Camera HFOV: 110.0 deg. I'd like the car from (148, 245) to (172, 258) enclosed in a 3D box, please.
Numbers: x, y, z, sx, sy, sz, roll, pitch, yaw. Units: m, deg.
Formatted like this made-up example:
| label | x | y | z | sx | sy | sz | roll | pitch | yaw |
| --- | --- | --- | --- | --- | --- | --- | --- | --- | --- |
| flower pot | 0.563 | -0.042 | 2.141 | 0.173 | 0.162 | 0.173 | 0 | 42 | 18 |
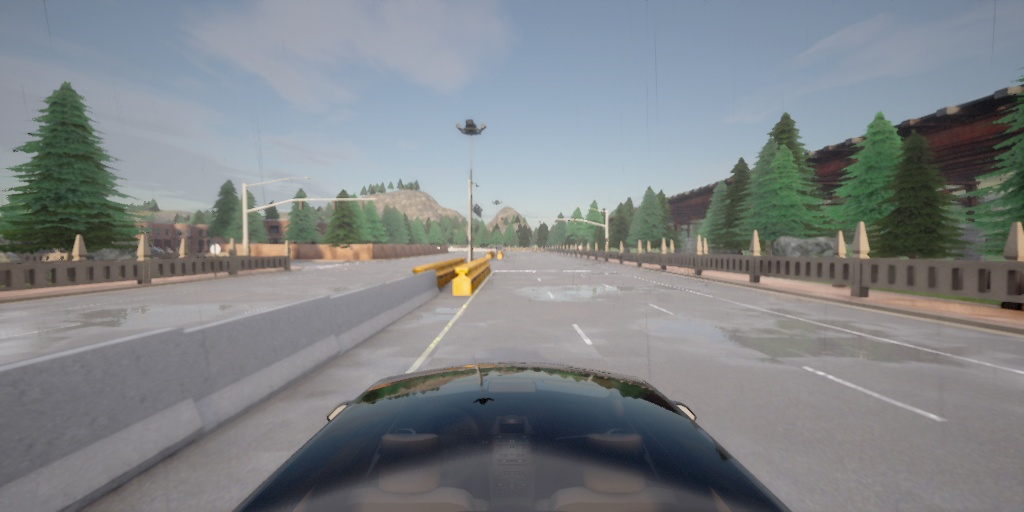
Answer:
| label | x | y | z | sx | sy | sz | roll | pitch | yaw |
| --- | --- | --- | --- | --- | --- | --- | --- | --- | --- |
| car | -44.292 | -0.306 | 43.387 | 5.566 | 2.045 | 2.150 | 0 | 2 | 0 |
